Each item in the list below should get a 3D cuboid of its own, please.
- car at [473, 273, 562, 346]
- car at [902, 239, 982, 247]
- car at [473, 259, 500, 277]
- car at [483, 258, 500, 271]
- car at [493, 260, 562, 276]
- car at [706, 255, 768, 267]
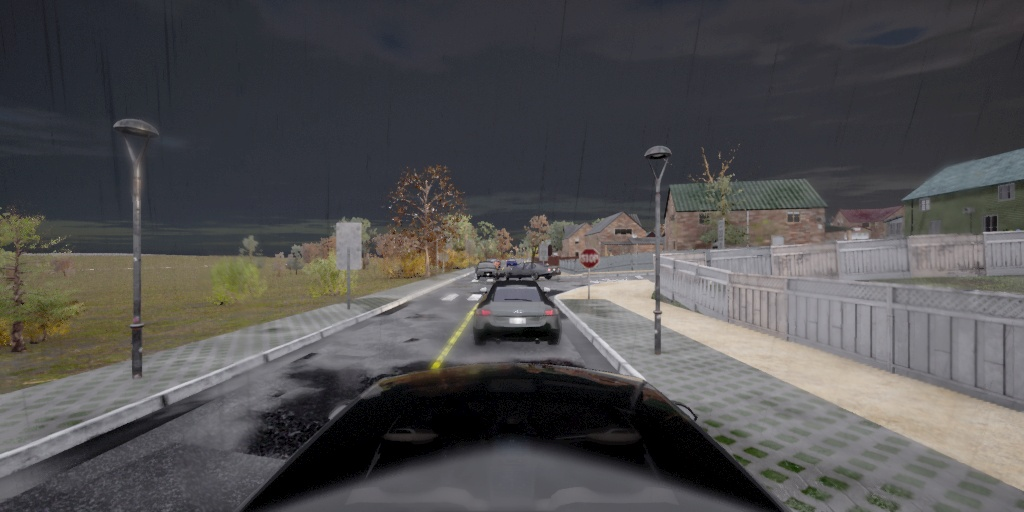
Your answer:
[{"bbox_3d":[0.096,1.313,9.453,1.994,1.385,4.181,0,0,-1],"label":"car"},{"bbox_3d":[23.873,-0.208,20.441,4.902,1.511,2.128,-3,0,14],"label":"car"},{"bbox_3d":[-2.274,1.258,31.377,1.837,1.490,4.892,0,0,-8],"label":"car"},{"bbox_3d":[-2.887,1.121,51.194,2.097,1.767,4.553,0,0,1],"label":"car"},{"bbox_3d":[1.315,1.198,28.468,5.357,1.411,2.033,-4,-3,43],"label":"car"},{"bbox_3d":[14.370,0.413,22.855,4.181,1.385,1.994,-3,0,16],"label":"car"}]
